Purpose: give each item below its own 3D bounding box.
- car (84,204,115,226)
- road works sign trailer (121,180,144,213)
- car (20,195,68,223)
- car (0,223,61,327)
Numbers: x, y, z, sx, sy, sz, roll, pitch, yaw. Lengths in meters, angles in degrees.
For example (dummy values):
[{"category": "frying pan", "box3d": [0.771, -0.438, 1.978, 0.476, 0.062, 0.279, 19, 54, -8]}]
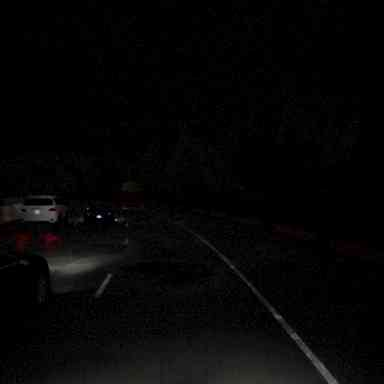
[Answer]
[{"category": "car", "box3d": [-6.468, 1.561, 23.427, 1.994, 1.385, 4.181, 0, 0, -13]}, {"category": "road works sign trailer", "box3d": [-6.729, 0.450, 37.005, 2.380, 3.560, 2.880, 0, 0, -23]}, {"category": "car", "box3d": [-9.690, 1.228, 22.128, 2.150, 2.045, 5.566, 0, 0, -13]}, {"category": "car", "box3d": [-3.719, 1.497, 4.843, 2.128, 1.511, 4.902, 0, 0, -3]}]
